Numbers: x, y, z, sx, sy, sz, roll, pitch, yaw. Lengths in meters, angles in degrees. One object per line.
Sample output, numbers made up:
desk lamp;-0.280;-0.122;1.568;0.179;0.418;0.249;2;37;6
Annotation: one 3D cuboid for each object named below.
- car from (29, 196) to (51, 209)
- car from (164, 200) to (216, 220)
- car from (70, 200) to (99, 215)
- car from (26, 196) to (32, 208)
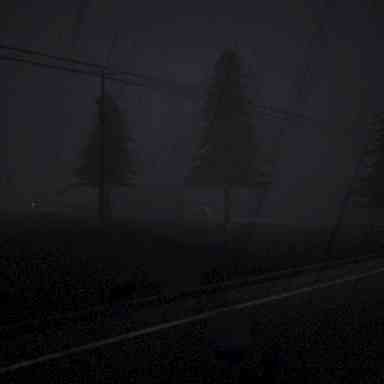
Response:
car;-21.709;1.700;47.909;1.994;1.385;4.181;1;-1;-34
car;-0.176;1.574;30.106;4.553;1.767;2.097;0;-1;16
car;-11.689;1.672;36.949;4.674;1.442;1.812;0;0;39
car;-24.660;1.483;51.820;1.837;1.490;4.892;0;6;-29
